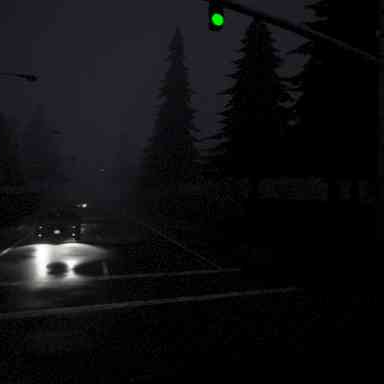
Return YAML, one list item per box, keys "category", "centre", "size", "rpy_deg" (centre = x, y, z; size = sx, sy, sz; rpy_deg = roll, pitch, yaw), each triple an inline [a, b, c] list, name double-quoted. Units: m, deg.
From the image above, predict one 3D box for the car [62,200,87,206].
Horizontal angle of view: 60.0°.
- category: "car"
  centre: [-9.791, 1.629, 26.915]
  size: [2.033, 1.411, 5.357]
  rpy_deg: [1, 0, -17]

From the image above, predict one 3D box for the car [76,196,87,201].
- category: "car"
  centre: [-21.692, 1.620, 65.340]
  size: [2.128, 1.511, 4.902]
  rpy_deg: [1, 0, -17]

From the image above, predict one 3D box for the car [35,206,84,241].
- category: "car"
  centre: [-6.717, 1.639, 17.005]
  size: [1.994, 1.385, 4.181]
  rpy_deg: [1, 0, -17]
